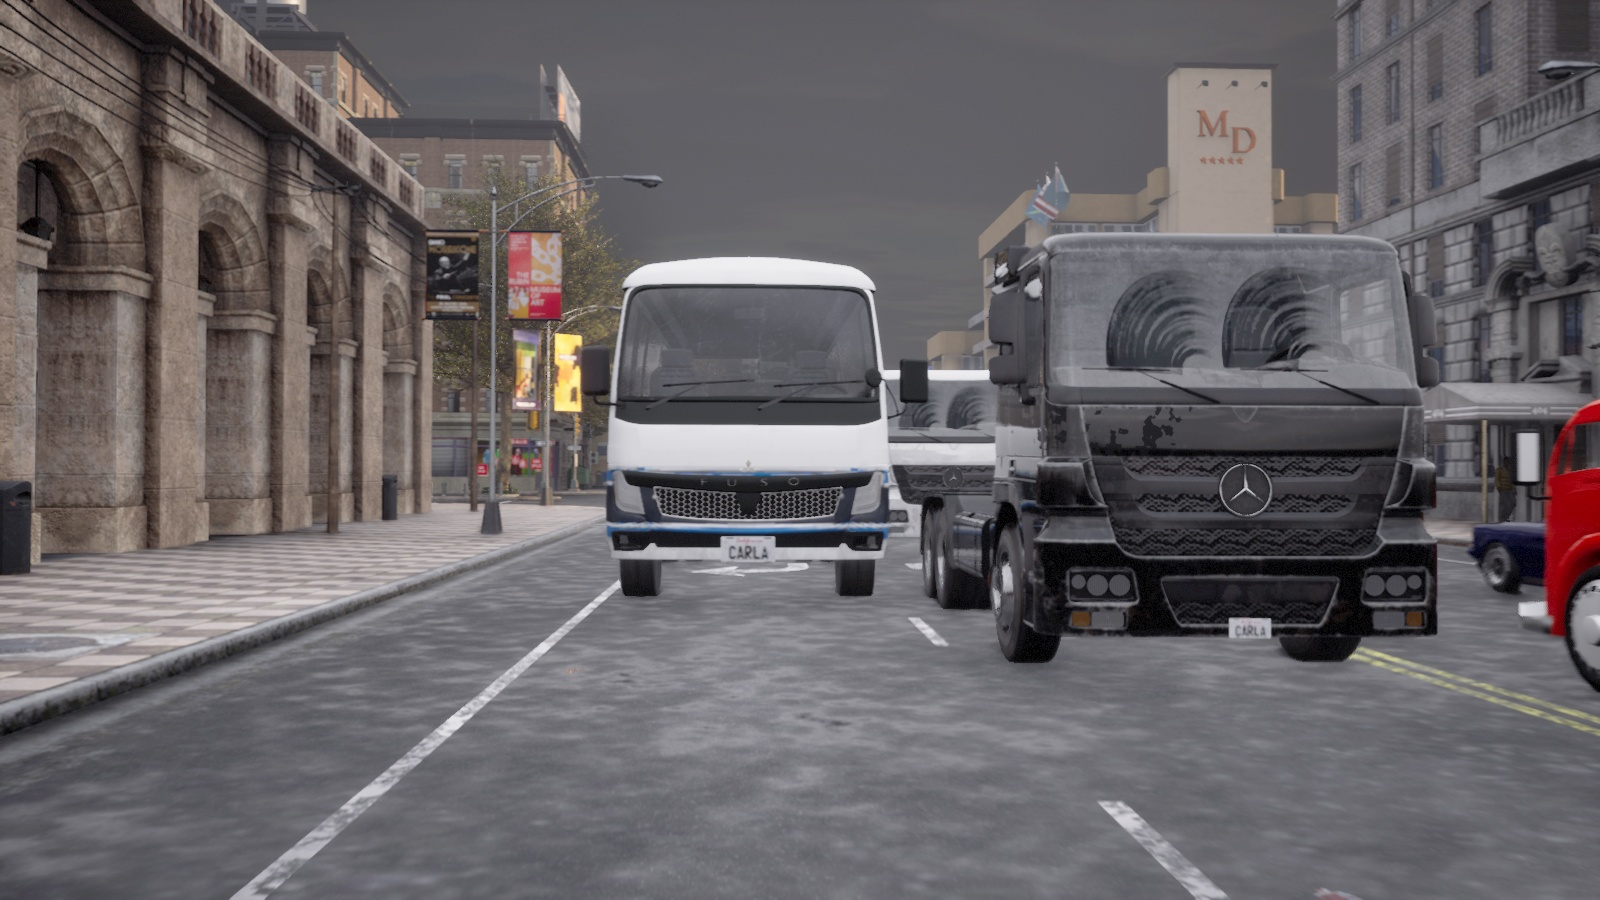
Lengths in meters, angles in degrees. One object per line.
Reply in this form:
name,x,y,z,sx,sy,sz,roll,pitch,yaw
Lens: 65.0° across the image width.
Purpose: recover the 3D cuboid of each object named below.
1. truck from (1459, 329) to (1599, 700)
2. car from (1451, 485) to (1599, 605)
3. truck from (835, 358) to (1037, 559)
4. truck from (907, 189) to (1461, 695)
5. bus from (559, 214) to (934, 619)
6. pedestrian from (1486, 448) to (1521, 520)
truck,6.657,0.404,7.411,2.627,2.467,5.204,0,-1,-2
car,9.886,1.092,14.748,1.895,1.301,4.718,0,-1,-2
truck,2.454,0.208,25.606,2.891,3.462,7.936,0,-1,-3
truck,2.981,0.010,12.603,2.891,3.462,7.936,0,-1,-2
bus,-0.763,-0.282,18.415,3.944,4.253,10.273,0,-1,-2
pedestrian,18.272,0.882,32.607,0.431,1.840,0.709,0,-1,-7
